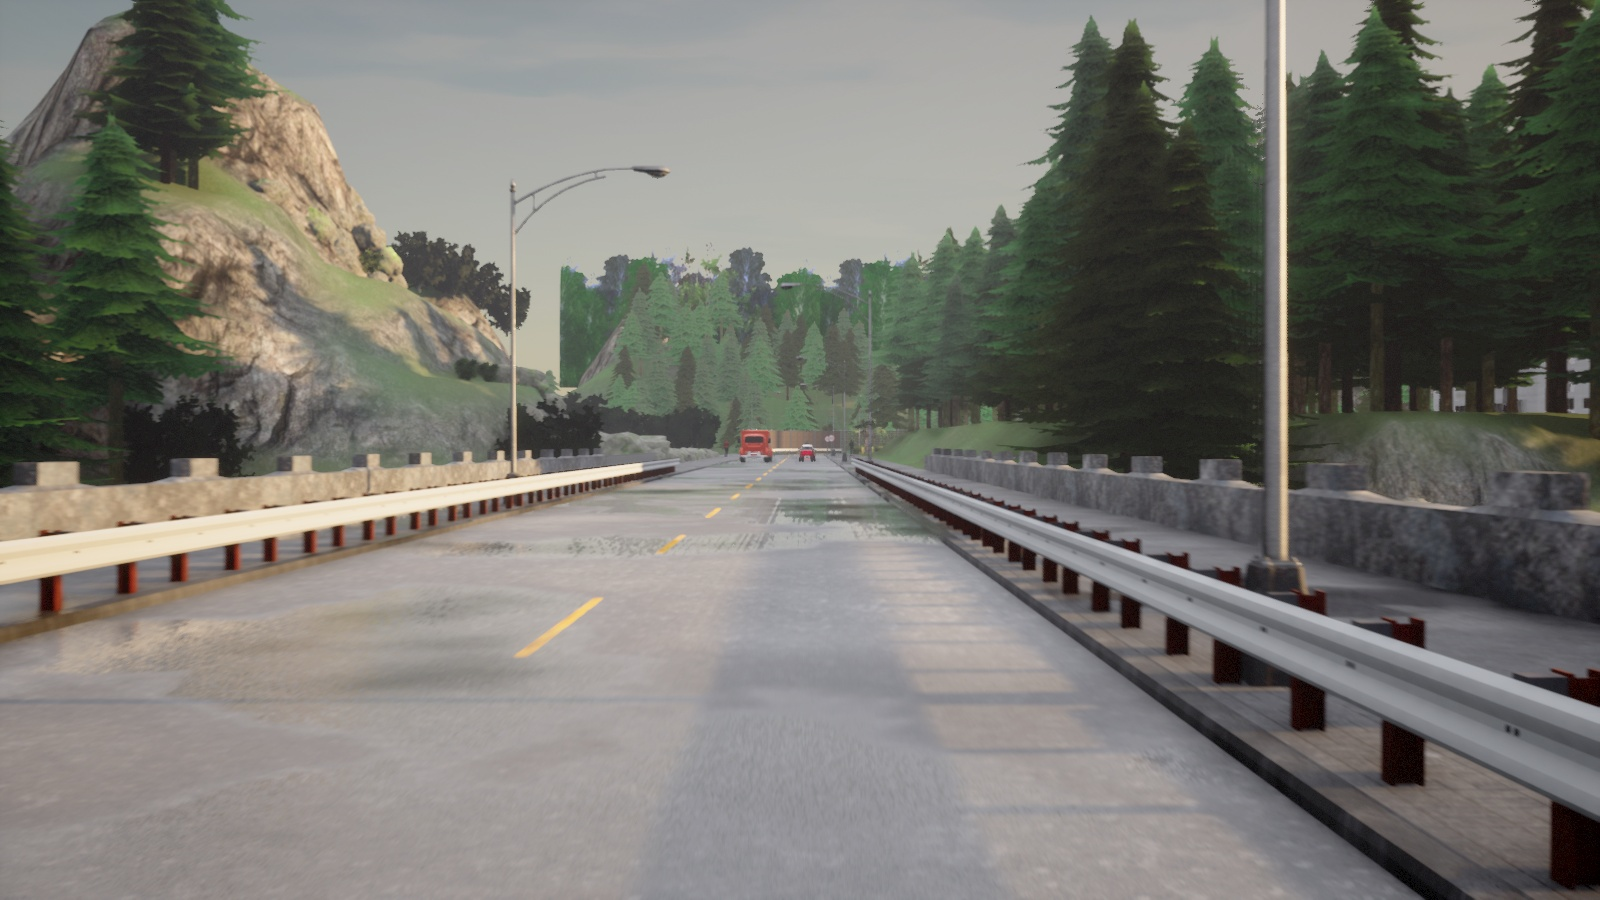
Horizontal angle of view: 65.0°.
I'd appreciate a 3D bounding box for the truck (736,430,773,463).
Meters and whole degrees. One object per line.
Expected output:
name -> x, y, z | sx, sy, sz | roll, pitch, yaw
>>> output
truck -> -3.445, -0.275, 96.105 | 2.627, 2.467, 5.204 | 0, 0, 0
